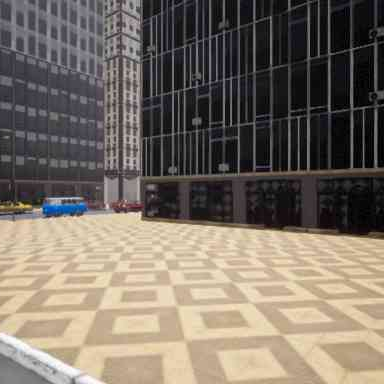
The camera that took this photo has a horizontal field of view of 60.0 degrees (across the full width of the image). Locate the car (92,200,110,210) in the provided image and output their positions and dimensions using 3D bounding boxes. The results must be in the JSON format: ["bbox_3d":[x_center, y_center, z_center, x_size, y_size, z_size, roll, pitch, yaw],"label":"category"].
[{"bbox_3d":[-12.816,1.630,41.781,1.802,1.307,4.206,0,0,38],"label":"car"}]

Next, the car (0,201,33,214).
[{"bbox_3d":[-18.922,1.567,34.056,1.752,1.417,4.829,0,0,38],"label":"car"}]

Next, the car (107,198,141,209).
[{"bbox_3d":[-9.424,1.597,46.191,1.887,1.381,4.507,0,0,38],"label":"car"}]

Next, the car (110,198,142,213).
[{"bbox_3d":[-6.571,1.490,36.976,1.967,1.590,4.097,0,0,38],"label":"car"}]

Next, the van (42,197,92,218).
[{"bbox_3d":[-11.531,1.386,30.345,1.690,1.788,3.998,0,0,38],"label":"van"}]

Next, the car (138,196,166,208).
[{"bbox_3d":[-6.032,1.497,50.601,1.967,1.590,4.097,0,0,38],"label":"car"}]
